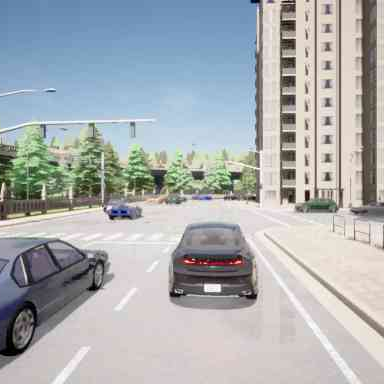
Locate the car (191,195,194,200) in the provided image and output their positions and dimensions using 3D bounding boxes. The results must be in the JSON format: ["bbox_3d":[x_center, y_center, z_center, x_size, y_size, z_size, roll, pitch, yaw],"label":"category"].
[{"bbox_3d":[0.983,1.524,85.631,1.812,1.442,4.674,0,0,34],"label":"car"}]

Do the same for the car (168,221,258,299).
[{"bbox_3d":[0.546,1.505,8.488,1.837,1.490,4.892,0,0,4],"label":"car"}]

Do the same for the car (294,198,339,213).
[{"bbox_3d":[13.756,1.407,36.988,4.553,1.767,2.097,0,0,5],"label":"car"}]

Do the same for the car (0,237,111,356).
[{"bbox_3d":[-3.138,1.547,6.033,2.033,1.411,5.357,0,0,4],"label":"car"}]

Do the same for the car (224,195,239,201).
[{"bbox_3d":[10.175,1.500,85.436,4.892,1.490,1.837,0,0,-43],"label":"car"}]

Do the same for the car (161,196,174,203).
[{"bbox_3d":[-5.292,1.552,72.325,1.994,1.385,4.181,0,0,11],"label":"car"}]

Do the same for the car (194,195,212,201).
[{"bbox_3d":[3.175,1.478,82.669,1.882,1.535,5.008,0,0,34],"label":"car"}]

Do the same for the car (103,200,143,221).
[{"bbox_3d":[-5.399,1.602,27.419,1.895,1.301,4.718,0,0,4],"label":"car"}]

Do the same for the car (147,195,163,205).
[{"bbox_3d":[-6.746,1.352,59.699,2.097,1.767,4.553,0,0,4],"label":"car"}]

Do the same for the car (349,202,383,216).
[{"bbox_3d":[18.355,1.656,33.188,4.718,1.301,1.895,0,0,3],"label":"car"}]

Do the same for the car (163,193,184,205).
[{"bbox_3d":[-3.272,1.222,59.223,2.150,2.045,5.566,0,0,5],"label":"car"}]

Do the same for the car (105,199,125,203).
[{"bbox_3d":[-8.304,1.494,36.699,2.128,1.511,4.902,0,0,4],"label":"car"}]

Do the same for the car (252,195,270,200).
[{"bbox_3d":[18.878,1.524,91.019,4.674,1.442,1.812,0,0,-20],"label":"car"}]

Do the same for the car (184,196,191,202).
[{"bbox_3d":[-2.321,1.511,69.583,2.128,1.511,4.902,0,0,11],"label":"car"}]

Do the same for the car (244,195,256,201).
[{"bbox_3d":[15.531,1.525,85.232,4.902,1.511,2.128,0,0,-34],"label":"car"}]
